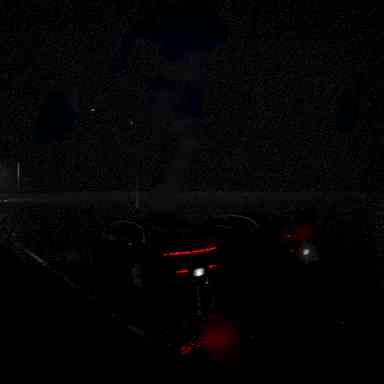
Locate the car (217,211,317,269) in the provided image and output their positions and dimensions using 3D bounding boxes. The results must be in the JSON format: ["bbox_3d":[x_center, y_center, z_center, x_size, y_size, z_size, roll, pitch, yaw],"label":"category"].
[{"bbox_3d":[1.603,1.378,10.850,2.128,1.511,4.902,0,1,-37],"label":"car"}]

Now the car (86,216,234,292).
[{"bbox_3d":[-1.301,1.411,8.884,1.837,1.490,4.892,0,1,-37],"label":"car"}]
